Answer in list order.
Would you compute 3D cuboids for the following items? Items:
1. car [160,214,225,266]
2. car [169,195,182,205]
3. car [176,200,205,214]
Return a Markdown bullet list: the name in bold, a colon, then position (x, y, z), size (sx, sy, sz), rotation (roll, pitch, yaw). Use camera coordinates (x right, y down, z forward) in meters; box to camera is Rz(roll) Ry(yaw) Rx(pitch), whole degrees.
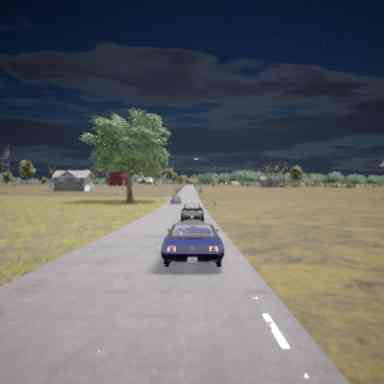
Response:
- **car**: position (0.037, 1.679, 11.783), size (1.895, 1.301, 4.718), rotation (0, 0, 0)
- **car**: position (-2.810, 1.381, 58.637), size (1.837, 1.490, 4.892), rotation (0, 2, 1)
- **car**: position (0.036, 1.659, 27.377), size (2.128, 1.511, 4.902), rotation (0, 0, 1)
